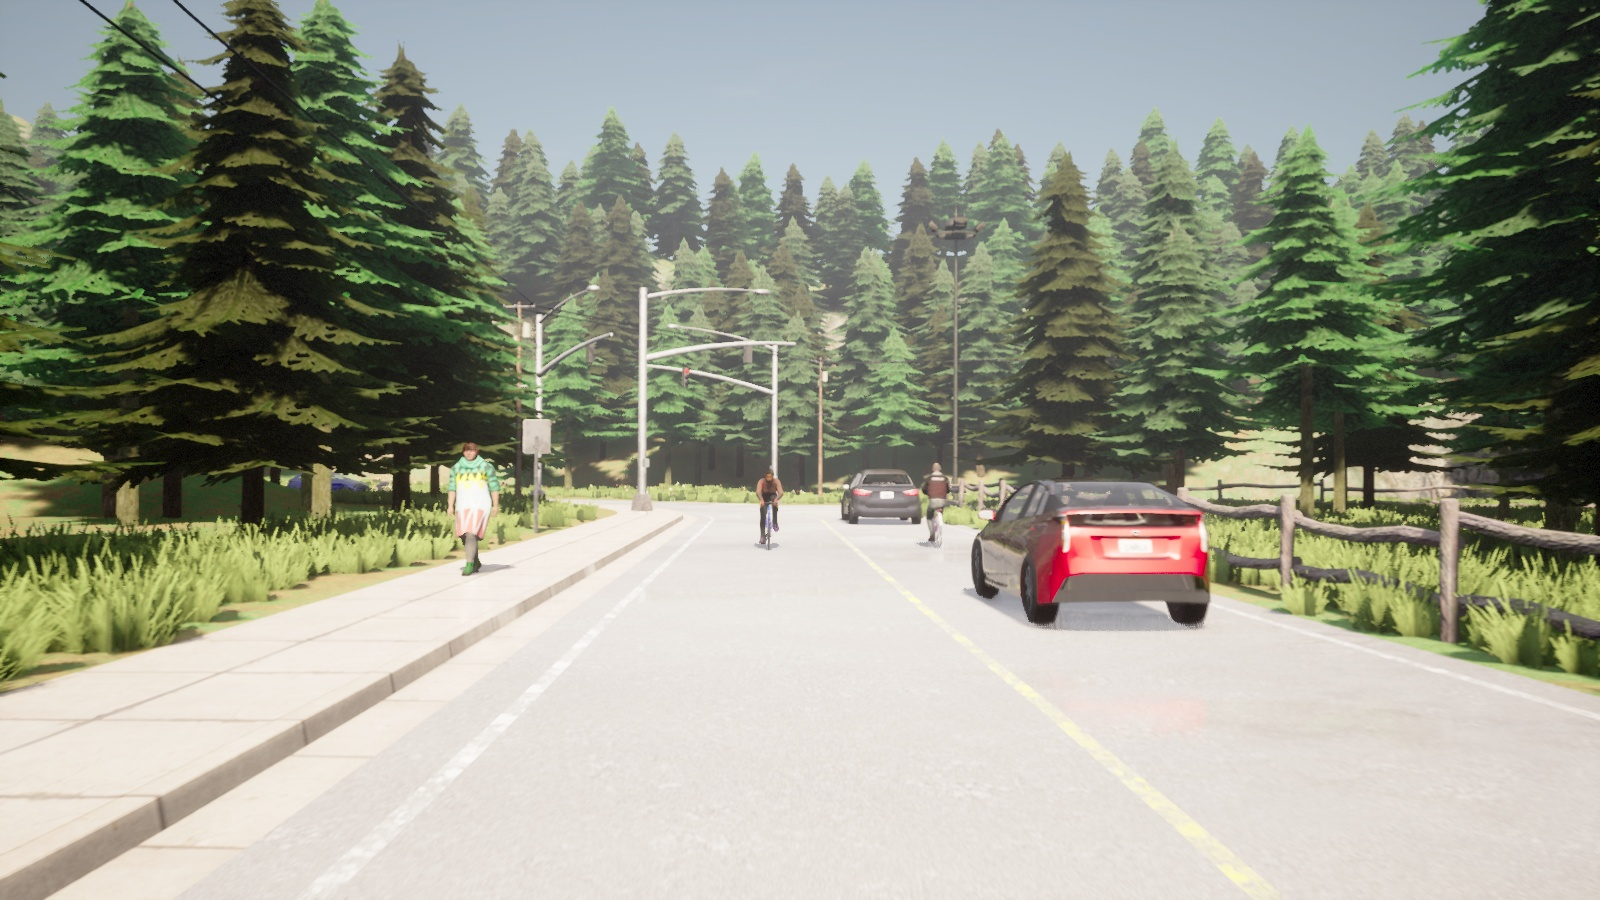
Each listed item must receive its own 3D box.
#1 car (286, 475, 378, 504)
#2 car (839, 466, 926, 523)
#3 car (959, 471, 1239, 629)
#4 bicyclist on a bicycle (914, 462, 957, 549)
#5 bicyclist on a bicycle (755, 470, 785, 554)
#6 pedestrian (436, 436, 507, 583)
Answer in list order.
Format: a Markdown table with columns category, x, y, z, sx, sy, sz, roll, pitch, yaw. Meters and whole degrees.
| category | x | y | z | sx | sy | sz | roll | pitch | yaw |
| --- | --- | --- | --- | --- | --- | --- | --- | --- | --- |
| car | -24.837 | 2.087 | 66.709 | 4.193 | 1.474 | 1.816 | 0 | -1 | 6 |
| car | 2.492 | 1.333 | 39.127 | 2.242 | 1.667 | 4.611 | 0 | -1 | -2 |
| car | 3.197 | 1.007 | 14.469 | 2.007 | 1.525 | 4.514 | 0 | -1 | -2 |
| bicyclist on a bicycle | 2.853 | 1.141 | 26.583 | 0.659 | 1.776 | 1.843 | 0 | -1 | -2 |
| bicyclist on a bicycle | -0.612 | 1.214 | 25.217 | 0.582 | 1.620 | 1.656 | 0 | -1 | -2 |
| pedestrian | -4.471 | 0.799 | 17.123 | 0.659 | 1.952 | 0.873 | 0 | -1 | 7 |
